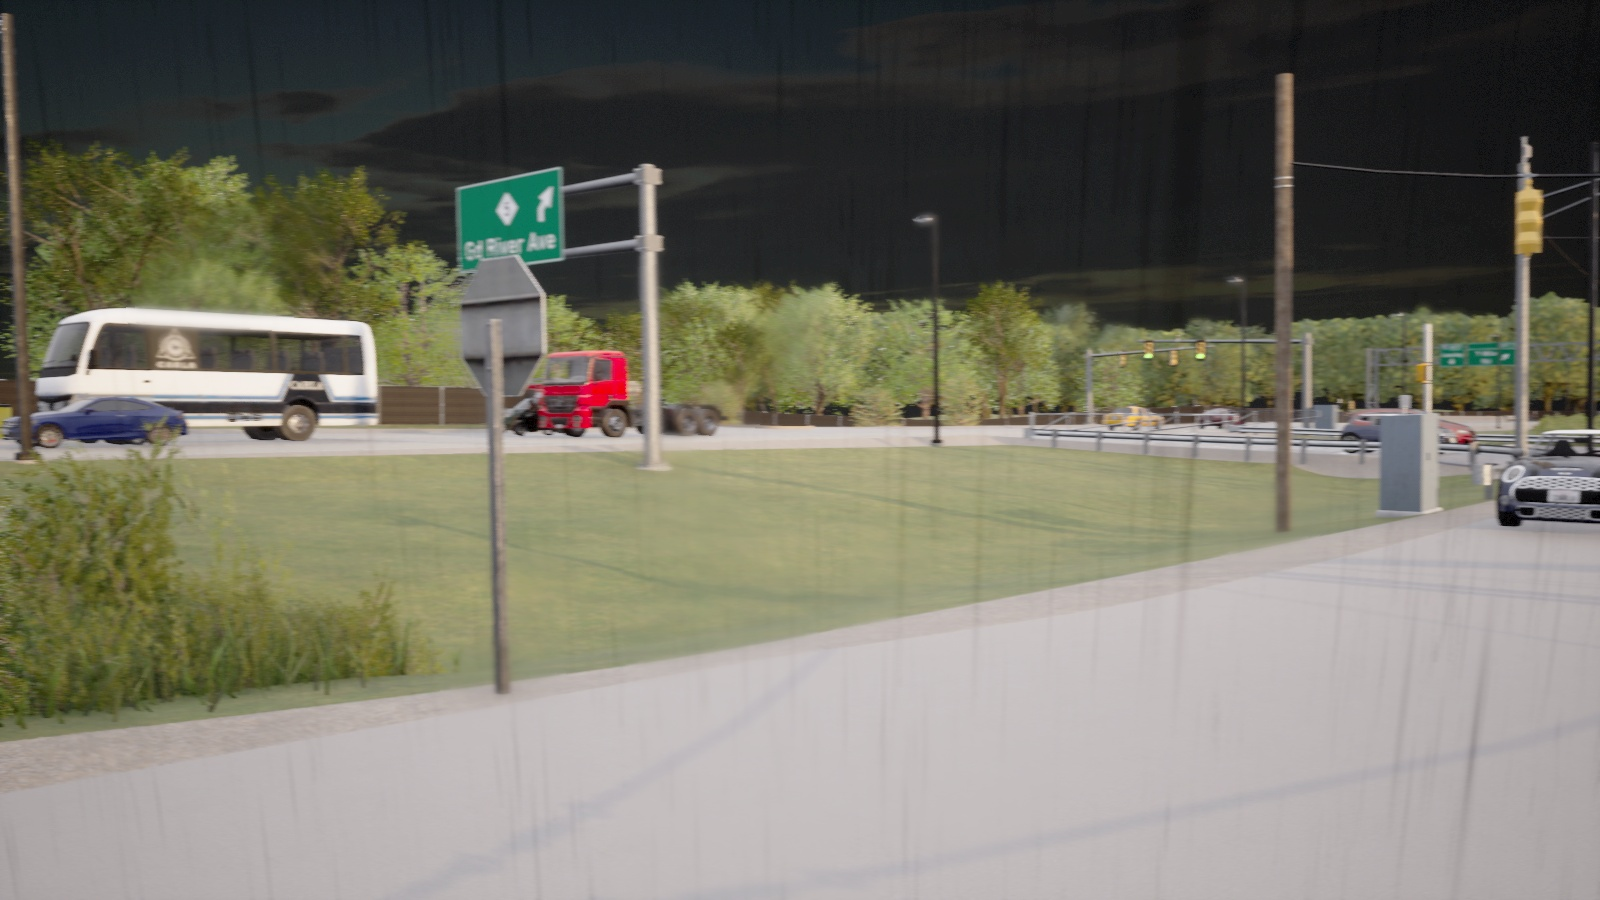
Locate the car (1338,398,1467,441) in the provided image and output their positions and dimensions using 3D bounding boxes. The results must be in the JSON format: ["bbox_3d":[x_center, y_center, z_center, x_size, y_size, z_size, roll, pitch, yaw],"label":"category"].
[{"bbox_3d":[21.931,-1.099,45.778,1.970,1.475,3.806,-3,2,-45],"label":"car"}]

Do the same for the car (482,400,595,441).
[{"bbox_3d":[-11.844,-1.355,56.978,4.553,1.767,2.097,-2,2,-42],"label":"car"}]

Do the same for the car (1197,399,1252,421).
[{"bbox_3d":[28.852,-2.740,85.250,1.812,1.442,4.674,0,2,42],"label":"car"}]

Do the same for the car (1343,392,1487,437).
[{"bbox_3d":[23.954,-1.380,48.973,4.611,1.667,2.242,0,2,40],"label":"car"}]

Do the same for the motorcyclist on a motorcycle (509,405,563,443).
[{"bbox_3d":[-10.758,-1.069,51.187,0.797,1.523,2.044,0,2,42],"label":"motorcyclist on a motorcycle"}]

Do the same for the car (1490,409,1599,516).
[{"bbox_3d":[12.155,0.124,19.277,1.970,1.475,3.806,0,2,41],"label":"car"}]

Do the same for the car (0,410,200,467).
[{"bbox_3d":[-19.846,-0.366,35.682,1.812,1.442,4.674,0,2,42],"label":"car"}]

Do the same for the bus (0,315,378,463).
[{"bbox_3d":[-19.647,-1.934,41.173,3.944,4.253,10.273,0,2,42],"label":"bus"}]

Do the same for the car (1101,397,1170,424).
[{"bbox_3d":[20.233,-2.397,75.544,1.801,1.575,5.366,0,2,42],"label":"car"}]

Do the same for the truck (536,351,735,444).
[{"bbox_3d":[-6.481,-2.117,50.729,2.891,3.462,7.936,0,2,42],"label":"truck"}]
